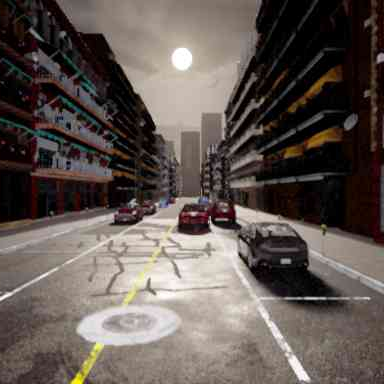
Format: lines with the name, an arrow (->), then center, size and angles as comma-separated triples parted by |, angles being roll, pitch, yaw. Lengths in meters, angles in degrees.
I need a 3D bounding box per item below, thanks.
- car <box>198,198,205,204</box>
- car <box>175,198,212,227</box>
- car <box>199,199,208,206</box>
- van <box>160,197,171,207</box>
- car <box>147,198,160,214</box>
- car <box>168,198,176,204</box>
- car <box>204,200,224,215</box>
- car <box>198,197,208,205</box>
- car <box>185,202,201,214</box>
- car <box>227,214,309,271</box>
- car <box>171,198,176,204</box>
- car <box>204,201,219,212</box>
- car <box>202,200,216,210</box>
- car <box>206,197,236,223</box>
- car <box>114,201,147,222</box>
car -> 2.543, 2.417, 90.425 | 1.802, 1.307, 4.206 | -1, -1, 0
car -> 0.095, 1.573, 24.609 | 2.097, 1.767, 4.553 | 0, -1, 0
car -> 2.545, 2.257, 73.432 | 1.802, 1.307, 4.206 | -1, -1, 0
van -> -5.336, 1.911, 62.261 | 1.690, 1.788, 3.998 | -1, -1, 0
car -> -5.332, 1.800, 39.657 | 1.967, 1.590, 4.097 | -1, -1, 0
car -> -5.338, 2.380, 90.515 | 1.887, 1.381, 4.507 | -1, -1, 0
car -> 2.553, 1.798, 39.450 | 1.967, 1.590, 4.097 | -1, -1, 0
car -> 2.541, 2.043, 79.099 | 2.192, 1.841, 5.009 | -1, -1, 0
car -> 0.094, 1.982, 41.960 | 1.895, 1.301, 4.718 | 0, -1, 0
car -> 2.521, 1.652, 11.128 | 2.008, 1.369, 4.403 | -1, -1, 0
car -> -5.337, 2.327, 84.863 | 1.887, 1.381, 4.507 | -1, -1, 0
car -> 2.549, 1.993, 45.112 | 1.802, 1.307, 4.206 | -1, -1, 0
car -> 2.548, 2.008, 50.777 | 1.887, 1.381, 4.507 | -1, -1, 0
car -> 2.537, 1.569, 28.123 | 2.192, 1.841, 5.009 | -1, -1, 0
car -> -5.330, 1.696, 28.355 | 1.967, 1.590, 4.097 | -1, -1, 0
